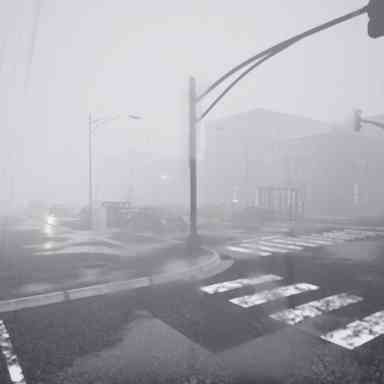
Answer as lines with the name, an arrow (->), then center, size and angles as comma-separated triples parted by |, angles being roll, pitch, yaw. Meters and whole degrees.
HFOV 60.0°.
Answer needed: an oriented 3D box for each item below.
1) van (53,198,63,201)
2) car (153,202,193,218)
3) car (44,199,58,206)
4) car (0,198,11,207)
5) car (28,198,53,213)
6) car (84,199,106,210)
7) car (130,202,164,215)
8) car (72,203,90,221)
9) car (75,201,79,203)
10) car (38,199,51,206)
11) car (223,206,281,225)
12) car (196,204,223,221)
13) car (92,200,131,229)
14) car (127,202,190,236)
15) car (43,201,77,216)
van -> -28.720, 2.160, 70.790 | 1.690, 1.788, 3.998 | -2, 0, -36
car -> -2.044, 1.806, 34.473 | 1.752, 1.417, 4.829 | -2, 0, -36
car -> -32.061, 2.431, 75.347 | 1.887, 1.381, 4.507 | -2, 0, -36
car -> -42.193, 2.352, 74.961 | 2.192, 1.841, 5.009 | -2, 0, -36
car -> -22.080, 1.945, 47.645 | 2.192, 1.841, 5.009 | -2, 0, -36
car -> -15.332, 1.988, 52.563 | 1.967, 1.590, 4.097 | -2, 0, -36
car -> -5.289, 1.897, 38.893 | 2.008, 1.369, 4.403 | -2, 0, -36
car -> -8.688, 1.911, 29.419 | 2.008, 1.369, 4.403 | -2, 0, -36
car -> -22.022, 2.266, 61.677 | 1.802, 1.307, 4.206 | -2, 0, -36
car -> -35.509, 2.482, 80.041 | 1.752, 1.417, 4.829 | -2, 0, -36
car -> 4.752, 1.709, 25.223 | 1.947, 1.339, 4.313 | -2, 0, -36
car -> 1.303, 1.738, 29.917 | 1.752, 1.417, 4.829 | -2, 0, -36
car -> -5.346, 1.608, 24.862 | 2.192, 1.841, 5.009 | -2, 0, -36
car -> -1.996, 1.665, 20.306 | 1.967, 1.590, 4.097 | -2, 0, -36
car -> -15.381, 2.046, 38.532 | 2.008, 1.369, 4.403 | -2, 0, -36
